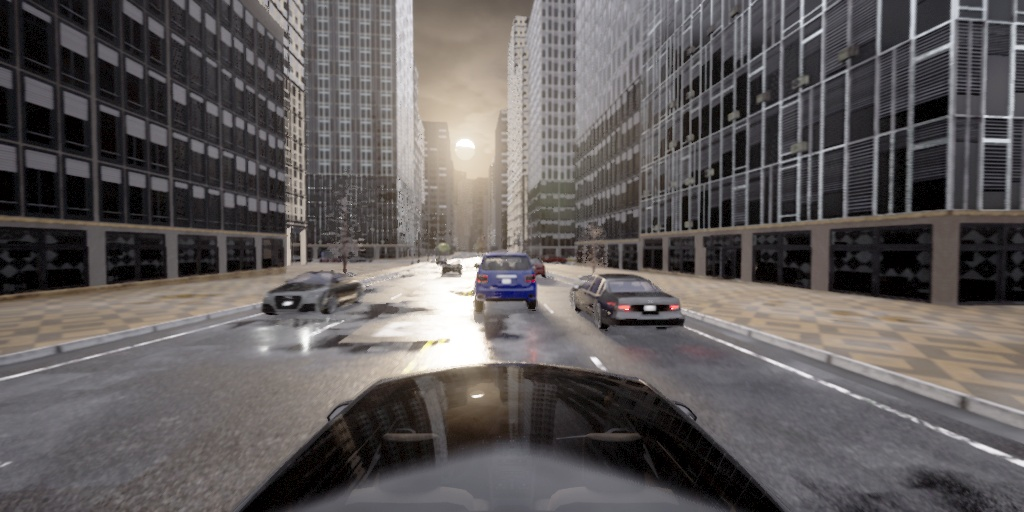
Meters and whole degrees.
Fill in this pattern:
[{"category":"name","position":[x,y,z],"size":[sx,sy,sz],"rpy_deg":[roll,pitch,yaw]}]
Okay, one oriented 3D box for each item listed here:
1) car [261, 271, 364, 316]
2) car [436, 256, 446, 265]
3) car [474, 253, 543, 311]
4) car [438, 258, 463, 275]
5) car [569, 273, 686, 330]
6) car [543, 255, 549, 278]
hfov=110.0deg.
[{"category":"car","position":[-6.936,1.244,12.923],"size":[1.994,1.385,4.181],"rpy_deg":[0,0,-3]},{"category":"car","position":[-12.497,0.841,63.937],"size":[1.837,1.490,4.892],"rpy_deg":[0,0,-7]},{"category":"car","position":[-0.320,0.884,14.171],"size":[2.150,2.045,5.566],"rpy_deg":[0,0,-3]},{"category":"car","position":[-5.748,1.126,34.624],"size":[1.895,1.301,4.718],"rpy_deg":[0,0,-7]},{"category":"car","position":[3.091,1.231,10.787],"size":[2.033,1.411,5.357],"rpy_deg":[0,0,-2]},{"category":"car","position":[1.451,0.892,30.483],"size":[2.097,1.767,4.553],"rpy_deg":[0,0,-6]}]
